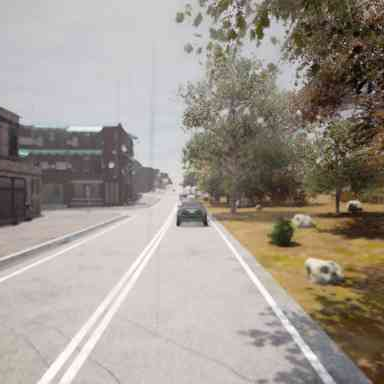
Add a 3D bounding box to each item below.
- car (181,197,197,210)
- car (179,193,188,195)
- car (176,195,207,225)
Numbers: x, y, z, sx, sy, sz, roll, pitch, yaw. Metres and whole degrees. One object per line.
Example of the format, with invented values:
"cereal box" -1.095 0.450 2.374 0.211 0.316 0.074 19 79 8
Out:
"car" -0.426 1.461 42.362 1.837 1.490 4.892 0 0 -2
"car" -1.985 0.931 77.365 1.837 1.490 4.892 0 1 -3
"car" -0.037 1.344 24.062 2.097 1.767 4.553 0 0 -1
